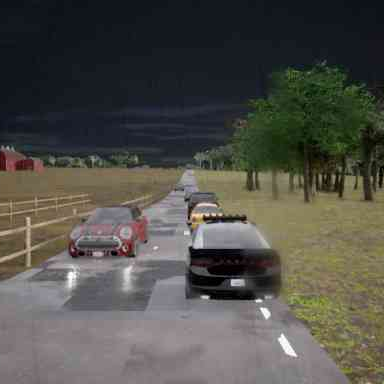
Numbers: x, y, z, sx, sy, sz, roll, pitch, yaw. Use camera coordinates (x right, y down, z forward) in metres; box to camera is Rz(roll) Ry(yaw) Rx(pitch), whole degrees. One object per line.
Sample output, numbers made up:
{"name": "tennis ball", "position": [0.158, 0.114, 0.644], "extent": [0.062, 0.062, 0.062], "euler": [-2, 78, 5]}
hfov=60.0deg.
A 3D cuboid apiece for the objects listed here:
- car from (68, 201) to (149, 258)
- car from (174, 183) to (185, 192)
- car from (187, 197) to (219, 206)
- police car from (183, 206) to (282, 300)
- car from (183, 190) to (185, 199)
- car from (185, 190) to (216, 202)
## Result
{"name": "car", "position": [-2.874, 1.274, 12.364], "extent": [2.097, 1.767, 4.553], "euler": [0, 1, 0]}
{"name": "car", "position": [-2.900, -1.077, 76.683], "extent": [2.150, 2.045, 5.566], "euler": [0, 4, 0]}
{"name": "car", "position": [0.788, 1.293, 18.562], "extent": [1.801, 1.575, 5.366], "euler": [0, 1, 0]}
{"name": "police car", "position": [0.808, 1.385, 8.485], "extent": [1.930, 1.638, 5.238], "euler": [0, 0, 0]}
{"name": "car", "position": [-0.065, 0.732, 45.855], "extent": [1.895, 1.301, 4.718], "euler": [0, 2, 0]}
{"name": "car", "position": [0.777, 0.952, 24.395], "extent": [2.150, 2.045, 5.566], "euler": [0, 1, 0]}
